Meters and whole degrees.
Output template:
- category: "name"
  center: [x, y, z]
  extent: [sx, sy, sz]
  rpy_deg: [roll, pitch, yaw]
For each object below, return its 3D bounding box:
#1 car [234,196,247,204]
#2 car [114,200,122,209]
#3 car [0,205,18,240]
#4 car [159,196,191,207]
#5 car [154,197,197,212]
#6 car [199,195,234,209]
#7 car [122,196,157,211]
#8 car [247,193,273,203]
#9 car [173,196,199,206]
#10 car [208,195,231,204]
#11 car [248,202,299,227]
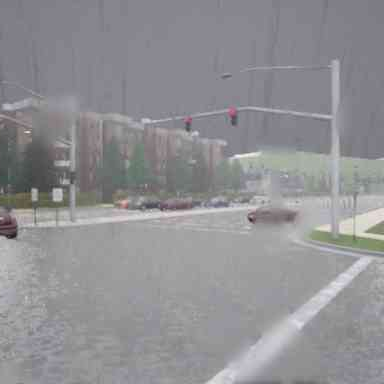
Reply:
- category: "car"
  center: [8.935, 1.412, 59.254]
  extent: [2.128, 1.511, 4.902]
  rpy_deg: [0, 0, 36]
- category: "car"
  center: [-7.636, 1.259, 41.791]
  extent: [2.097, 1.767, 4.553]
  rpy_deg: [0, 0, 35]
- category: "car"
  center: [-10.164, 1.299, 15.544]
  extent: [4.553, 1.767, 2.097]
  rpy_deg: [0, 0, 36]
- category: "car"
  center: [-2.434, 1.399, 49.209]
  extent: [2.128, 1.511, 4.902]
  rpy_deg: [0, 0, 35]
- category: "car"
  center: [-1.811, 1.530, 37.924]
  extent: [1.895, 1.301, 4.718]
  rpy_deg: [0, 0, 35]
- category: "car"
  center: [3.394, 1.456, 45.333]
  extent: [1.812, 1.442, 4.674]
  rpy_deg: [0, 0, 35]
- category: "car"
  center: [-5.444, 1.270, 38.833]
  extent: [2.097, 1.767, 4.553]
  rpy_deg: [0, 0, 35]
- category: "car"
  center: [12.098, 1.153, 57.680]
  extent: [2.150, 2.045, 5.566]
  rpy_deg: [0, 0, 35]
- category: "car"
  center: [-0.211, 1.422, 46.292]
  extent: [1.837, 1.490, 4.892]
  rpy_deg: [0, 0, 35]
- category: "car"
  center: [5.054, 1.386, 59.821]
  extent: [1.882, 1.535, 5.008]
  rpy_deg: [0, 0, 36]
- category: "car"
  center: [5.668, 1.576, 22.607]
  extent: [1.895, 1.301, 4.718]
  rpy_deg: [0, 0, 37]
